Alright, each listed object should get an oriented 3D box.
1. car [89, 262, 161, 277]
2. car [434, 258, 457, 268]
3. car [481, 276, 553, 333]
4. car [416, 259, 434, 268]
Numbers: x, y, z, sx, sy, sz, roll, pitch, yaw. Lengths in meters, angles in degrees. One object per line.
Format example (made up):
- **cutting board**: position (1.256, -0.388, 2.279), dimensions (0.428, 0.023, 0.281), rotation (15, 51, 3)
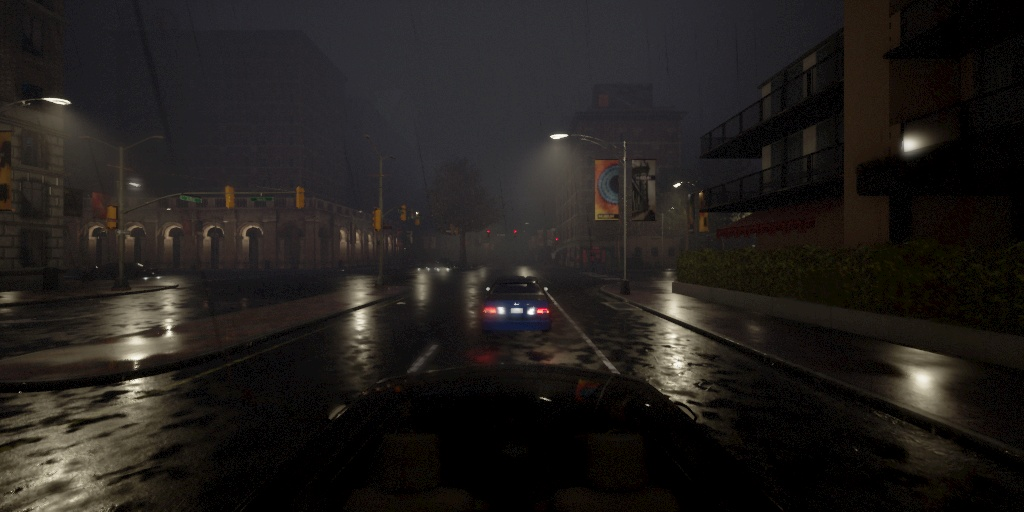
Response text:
- **car**: position (-37.191, 1.297, 34.525), dimensions (5.357, 1.411, 2.033), rotation (0, 0, 0)
- **car**: position (-11.060, 1.102, 59.654), dimensions (2.097, 1.767, 4.553), rotation (0, 0, 1)
- **car**: position (0.145, 1.297, 10.705), dimensions (2.033, 1.411, 5.357), rotation (0, 0, 1)
- **car**: position (-14.527, 1.228, 61.723), dimensions (1.882, 1.535, 5.008), rotation (0, 0, 1)
